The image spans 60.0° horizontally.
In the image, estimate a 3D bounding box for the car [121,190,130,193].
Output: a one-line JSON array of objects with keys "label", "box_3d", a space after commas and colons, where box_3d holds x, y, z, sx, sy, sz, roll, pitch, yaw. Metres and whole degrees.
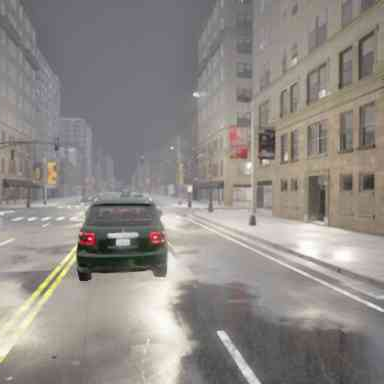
[{"label": "car", "box_3d": [-15.804, 0.750, 79.426, 2.150, 2.045, 5.566, 0, 0, -11]}]

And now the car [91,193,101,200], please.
[{"label": "car", "box_3d": [-21.384, 1.043, 74.113, 1.837, 1.490, 4.892, 0, 0, -11]}]

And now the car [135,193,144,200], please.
[{"label": "car", "box_3d": [-12.611, 1.031, 80.026, 1.837, 1.490, 4.892, 0, 0, -11]}]

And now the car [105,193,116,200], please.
[{"label": "car", "box_3d": [-18.191, 1.074, 74.716, 2.128, 1.511, 4.902, 0, 0, -11]}]

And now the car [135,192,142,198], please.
[{"label": "car", "box_3d": [-14.624, 0.864, 90.249, 1.812, 1.442, 4.674, 0, 0, -11]}]

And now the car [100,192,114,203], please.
[{"label": "car", "box_3d": [-15.309, 0.991, 59.856, 2.097, 1.767, 4.553, 0, 0, -11]}]

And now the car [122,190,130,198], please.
[{"label": "car", "box_3d": [-17.818, 0.559, 89.648, 2.150, 2.045, 5.566, 0, 0, -11]}]

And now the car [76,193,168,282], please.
[{"label": "car", "box_3d": [-2.001, 1.162, 9.864, 2.150, 2.045, 5.566, 0, 1, -11]}]

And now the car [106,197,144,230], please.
[{"label": "car", "box_3d": [-4.196, 1.226, 20.887, 2.097, 1.767, 4.553, 0, 0, -12]}]
